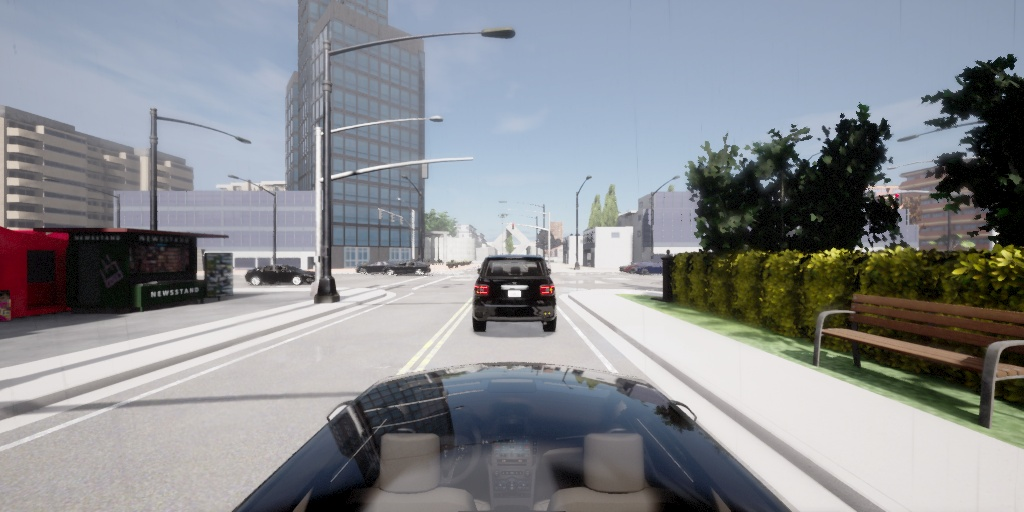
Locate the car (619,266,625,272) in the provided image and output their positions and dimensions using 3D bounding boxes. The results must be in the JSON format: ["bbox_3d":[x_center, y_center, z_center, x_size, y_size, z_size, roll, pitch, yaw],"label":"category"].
[{"bbox_3d":[14.964,1.278,40.568,5.357,1.411,2.033,0,0,0],"label":"car"}]

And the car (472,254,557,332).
[{"bbox_3d":[0.075,0.971,11.036,2.150,2.045,5.566,0,0,0],"label":"car"}]

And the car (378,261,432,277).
[{"bbox_3d":[-10.777,1.307,36.874,4.892,1.490,1.837,-1,0,0],"label":"car"}]

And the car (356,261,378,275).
[{"bbox_3d":[-14.957,1.336,40.341,4.902,1.511,2.128,-1,0,0],"label":"car"}]

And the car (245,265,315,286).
[{"bbox_3d":[-16.638,1.362,26.130,4.892,1.490,1.837,-1,0,0],"label":"car"}]

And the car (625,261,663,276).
[{"bbox_3d":[14.991,1.280,37.022,5.357,1.411,2.033,0,0,-2],"label":"car"}]
